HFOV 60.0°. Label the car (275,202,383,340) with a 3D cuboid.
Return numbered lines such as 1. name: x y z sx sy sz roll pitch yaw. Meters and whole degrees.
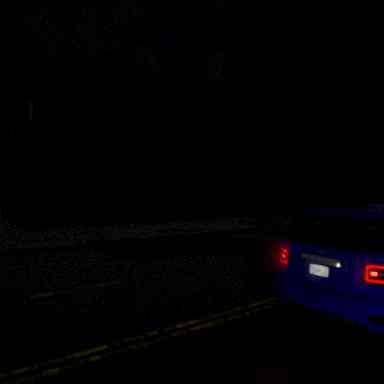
1. car: 3.992 1.202 6.288 5.566 2.045 2.150 0 0 -35
